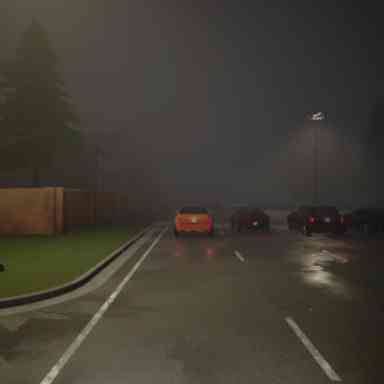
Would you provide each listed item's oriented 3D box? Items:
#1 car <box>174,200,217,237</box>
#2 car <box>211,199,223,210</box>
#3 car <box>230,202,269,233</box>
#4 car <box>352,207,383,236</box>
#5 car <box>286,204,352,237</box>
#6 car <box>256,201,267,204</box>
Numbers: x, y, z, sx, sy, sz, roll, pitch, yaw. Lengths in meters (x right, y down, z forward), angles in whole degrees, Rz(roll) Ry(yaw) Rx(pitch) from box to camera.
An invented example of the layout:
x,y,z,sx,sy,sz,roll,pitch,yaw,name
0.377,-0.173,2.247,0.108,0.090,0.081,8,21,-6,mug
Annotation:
x,y,z,sx,sy,sz,roll,pitch,yaw,name
0.103,1.533,19.521,2.097,1.767,4.553,0,-1,0,car
3.506,1.825,51.315,2.097,1.767,4.553,0,-1,0,car
3.603,1.675,21.391,1.882,1.535,5.008,0,-1,0,car
10.603,1.689,19.891,1.837,1.490,4.892,0,-1,0,car
7.104,1.533,19.535,2.097,1.767,4.553,0,-1,0,car
10.506,2.074,51.372,1.895,1.301,4.718,0,-1,0,car
